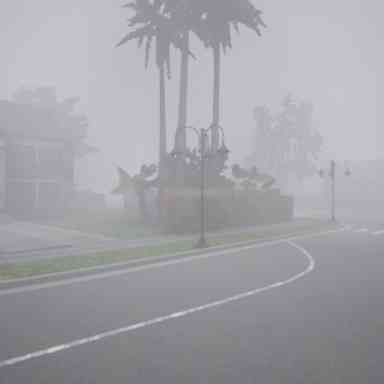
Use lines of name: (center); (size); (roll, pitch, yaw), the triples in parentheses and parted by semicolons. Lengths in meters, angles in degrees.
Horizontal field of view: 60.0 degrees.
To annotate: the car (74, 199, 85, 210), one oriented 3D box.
car: (-15.386, 1.248, 40.289); (1.932, 1.855, 4.605); (0, 0, 45)
